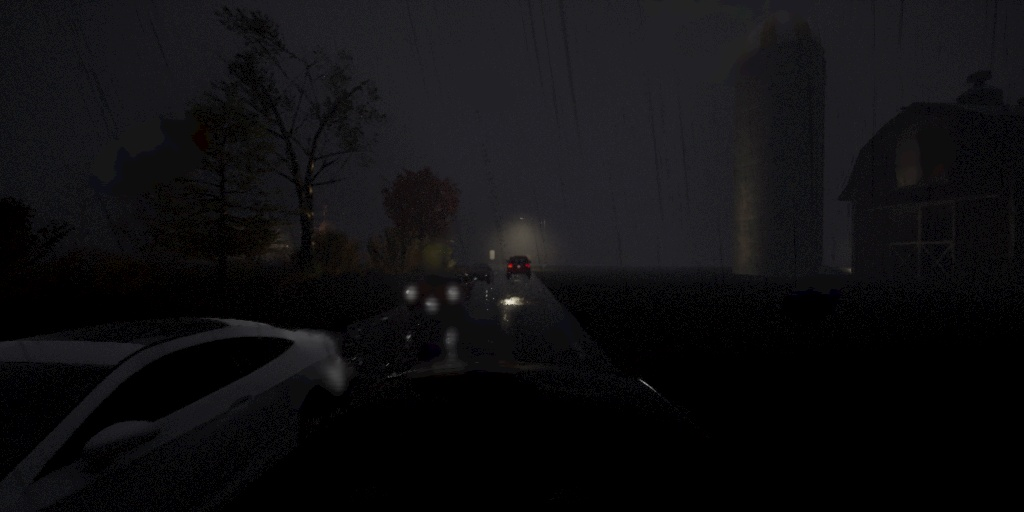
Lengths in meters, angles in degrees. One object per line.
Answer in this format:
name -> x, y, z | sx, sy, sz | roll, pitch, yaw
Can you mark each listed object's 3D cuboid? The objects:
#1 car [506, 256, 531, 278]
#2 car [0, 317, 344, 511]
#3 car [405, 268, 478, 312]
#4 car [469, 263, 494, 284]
car -> 0.639, 0.992, 33.843 | 2.150, 2.045, 5.566 | 1, 0, 1
car -> -2.870, 1.247, 2.389 | 1.812, 1.442, 4.674 | 1, 0, 1
car -> -2.660, 1.330, 14.204 | 1.895, 1.301, 4.718 | 1, 0, 1
car -> -2.409, 1.262, 26.802 | 1.812, 1.442, 4.674 | 1, 0, 2
